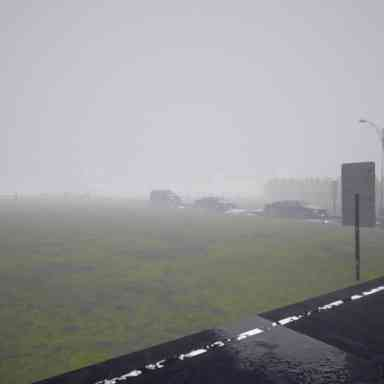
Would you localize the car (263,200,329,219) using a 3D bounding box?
[{"bbox_3d":[8.324,1.330,27.295,2.033,1.411,5.357,-1,1,-36],"label":"car"}]

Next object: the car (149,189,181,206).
[{"bbox_3d":[-3.645,0.695,44.060,2.150,2.045,5.566,-1,1,-35],"label":"car"}]

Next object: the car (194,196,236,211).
[{"bbox_3d":[2.345,1.177,35.660,2.033,1.411,5.357,-1,1,-36],"label":"car"}]
